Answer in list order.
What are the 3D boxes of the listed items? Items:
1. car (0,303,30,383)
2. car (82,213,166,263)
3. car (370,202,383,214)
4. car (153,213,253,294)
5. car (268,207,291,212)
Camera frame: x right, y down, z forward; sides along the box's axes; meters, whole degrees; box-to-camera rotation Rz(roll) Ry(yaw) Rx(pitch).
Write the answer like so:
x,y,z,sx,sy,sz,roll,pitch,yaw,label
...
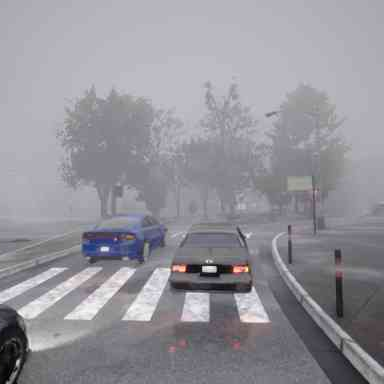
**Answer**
x,y,z,sx,sy,sz,roll,pitch,yaw,label
-3.051,1.568,2.474,1.994,1.385,4.181,0,0,1,car
-2.201,1.513,12.141,1.882,1.535,5.008,-1,0,8,car
24.830,2.069,43.846,1.837,1.490,4.892,-1,-2,22,car
0.610,1.543,8.972,2.033,1.411,5.357,-1,0,6,car
19.180,3.998,73.368,4.718,1.301,1.895,-4,-6,41,car
